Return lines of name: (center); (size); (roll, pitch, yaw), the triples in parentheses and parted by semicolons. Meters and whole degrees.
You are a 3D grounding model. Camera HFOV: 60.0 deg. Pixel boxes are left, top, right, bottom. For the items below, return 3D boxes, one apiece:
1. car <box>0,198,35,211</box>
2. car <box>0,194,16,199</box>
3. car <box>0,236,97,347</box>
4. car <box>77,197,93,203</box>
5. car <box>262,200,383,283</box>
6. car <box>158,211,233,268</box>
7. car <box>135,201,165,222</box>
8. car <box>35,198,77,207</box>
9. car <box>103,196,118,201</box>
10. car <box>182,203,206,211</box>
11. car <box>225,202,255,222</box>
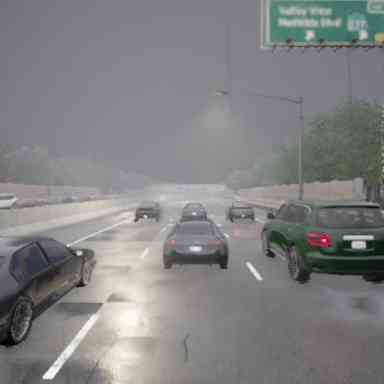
car: (-17.473, 1.608, 33.181); (1.895, 1.301, 4.718); (0, 0, 0)
car: (-20.947, 1.229, 35.639); (2.150, 2.045, 5.566); (0, 0, 1)
car: (-3.405, 1.552, 6.266); (2.033, 1.411, 5.357); (0, 0, 0)
car: (-17.239, 1.517, 53.035); (1.837, 1.490, 4.892); (0, 0, 1)
car: (3.609, 1.228, 9.858); (2.150, 2.045, 5.566); (0, 0, 0)
car: (0.113, 1.569, 11.350); (1.994, 1.385, 4.181); (0, 0, 0)
car: (-3.325, 1.512, 26.343); (1.837, 1.490, 4.892); (0, 0, 0)
car: (-13.959, 1.572, 34.404); (1.994, 1.385, 4.181); (0, 0, 1)
car: (-13.680, 1.507, 56.107); (2.128, 1.511, 4.902); (0, 0, 1)
car: (0.176, 1.572, 26.668); (1.994, 1.385, 4.181); (0, 0, 0)
car: (3.672, 1.499, 26.089); (2.128, 1.511, 4.902); (0, 0, 0)
